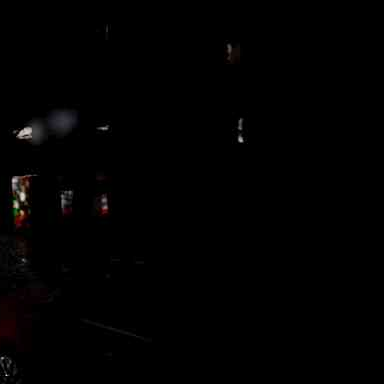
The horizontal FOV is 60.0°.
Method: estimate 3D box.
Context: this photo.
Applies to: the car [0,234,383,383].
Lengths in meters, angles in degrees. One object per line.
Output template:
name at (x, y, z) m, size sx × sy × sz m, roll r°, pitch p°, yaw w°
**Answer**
car at (0.143, 1.320, 2.943) m, size 5.009 × 1.841 × 2.192 m, roll 0°, pitch -1°, yaw 36°
